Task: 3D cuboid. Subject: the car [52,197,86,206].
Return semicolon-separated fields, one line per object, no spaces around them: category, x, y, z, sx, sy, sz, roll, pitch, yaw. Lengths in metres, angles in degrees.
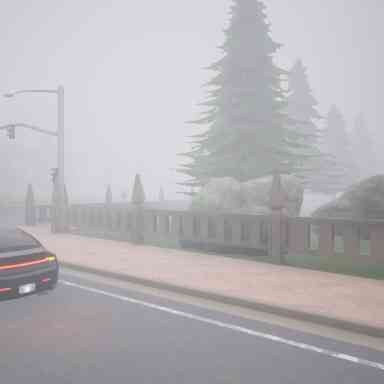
car;-19.825;1.507;53.750;1.837;1.490;4.892;0;0;36

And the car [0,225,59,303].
car;-4.960;1.505;7.473;4.892;1.490;1.837;0;0;36

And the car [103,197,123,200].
car;-13.608;1.482;56.449;2.033;1.411;5.357;0;1;35

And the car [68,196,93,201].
car;-15.535;1.564;47.718;1.994;1.385;4.181;0;0;36

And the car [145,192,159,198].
car;-8.851;0.818;69.030;1.837;1.490;4.892;0;4;35
